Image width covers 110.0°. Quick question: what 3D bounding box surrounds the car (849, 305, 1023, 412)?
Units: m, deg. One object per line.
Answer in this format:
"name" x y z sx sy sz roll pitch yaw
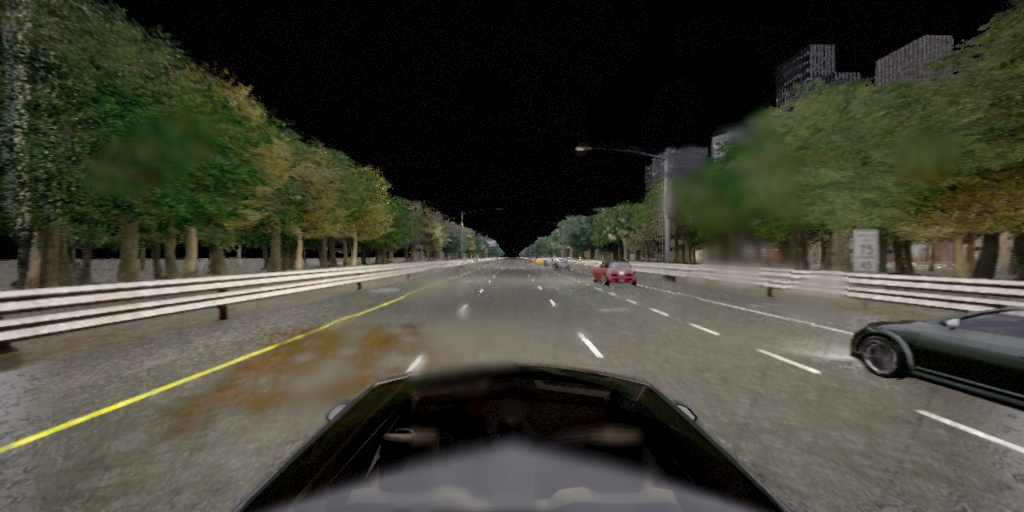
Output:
"car" 7.000 1.318 4.629 1.994 1.385 4.181 0 0 0

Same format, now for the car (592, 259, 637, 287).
"car" 7.004 1.110 25.017 2.097 1.767 4.553 0 0 0

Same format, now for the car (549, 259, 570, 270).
"car" 7.018 1.272 50.986 2.128 1.511 4.902 0 0 0
